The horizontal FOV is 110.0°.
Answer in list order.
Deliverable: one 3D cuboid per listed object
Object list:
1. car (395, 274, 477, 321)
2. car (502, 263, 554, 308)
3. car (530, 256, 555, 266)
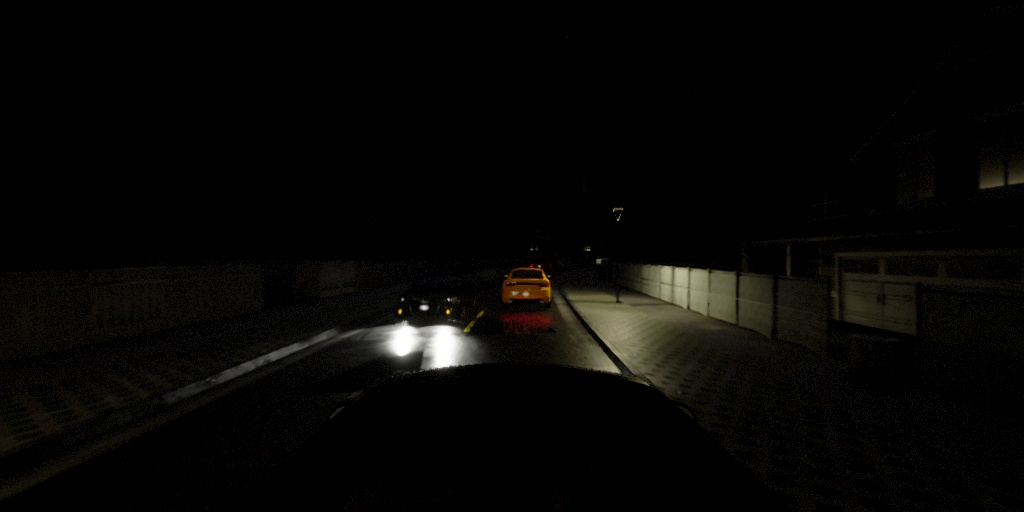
[{"bbox_3d":[-2.445,1.312,12.392,1.994,1.385,4.181,0,0,3],"label":"car"},{"bbox_3d":[0.672,1.231,15.448,1.882,1.535,5.008,0,0,4],"label":"car"},{"bbox_3d":[2.861,0.993,34.344,2.150,2.045,5.566,0,0,9],"label":"car"}]
